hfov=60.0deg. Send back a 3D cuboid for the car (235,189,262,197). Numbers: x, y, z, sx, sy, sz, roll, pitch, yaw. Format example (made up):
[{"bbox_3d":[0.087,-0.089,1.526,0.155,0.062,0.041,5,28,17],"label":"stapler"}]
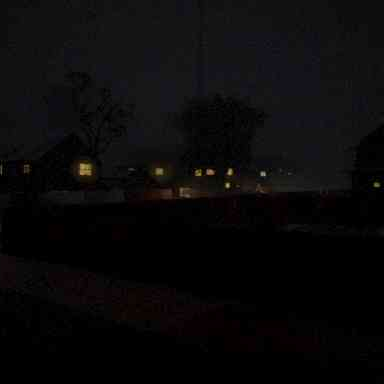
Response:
[{"bbox_3d":[7.145,0.414,42.394,2.128,1.511,4.902,2,2,39],"label":"car"}]
